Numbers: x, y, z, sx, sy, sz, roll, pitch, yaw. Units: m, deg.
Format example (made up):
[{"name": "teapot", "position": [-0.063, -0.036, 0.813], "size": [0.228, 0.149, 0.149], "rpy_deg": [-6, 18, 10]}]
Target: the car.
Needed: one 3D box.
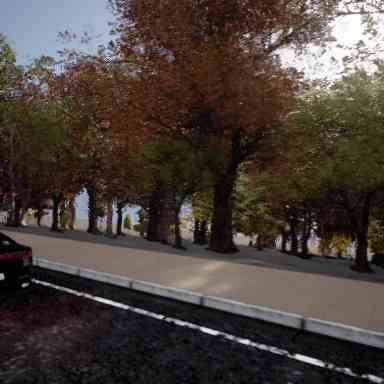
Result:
[{"name": "car", "position": [-5.697, 1.468, 7.747], "size": [5.008, 1.535, 1.882], "rpy_deg": [0, 0, 35]}]
